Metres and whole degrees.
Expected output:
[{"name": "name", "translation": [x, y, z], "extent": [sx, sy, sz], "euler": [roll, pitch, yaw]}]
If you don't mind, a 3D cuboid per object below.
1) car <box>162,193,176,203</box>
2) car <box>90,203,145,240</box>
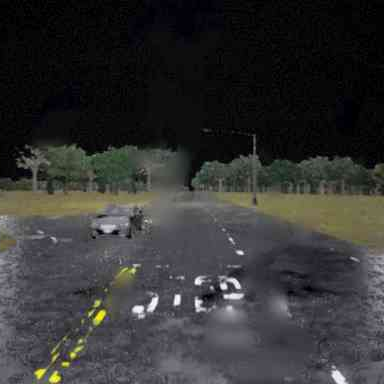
[{"name": "car", "translation": [-3.621, 1.003, 52.833], "extent": [1.837, 1.490, 4.892], "euler": [0, 1, 0]}, {"name": "car", "translation": [-3.494, 1.309, 16.270], "extent": [2.128, 1.511, 4.902], "euler": [1, 1, 0]}]
